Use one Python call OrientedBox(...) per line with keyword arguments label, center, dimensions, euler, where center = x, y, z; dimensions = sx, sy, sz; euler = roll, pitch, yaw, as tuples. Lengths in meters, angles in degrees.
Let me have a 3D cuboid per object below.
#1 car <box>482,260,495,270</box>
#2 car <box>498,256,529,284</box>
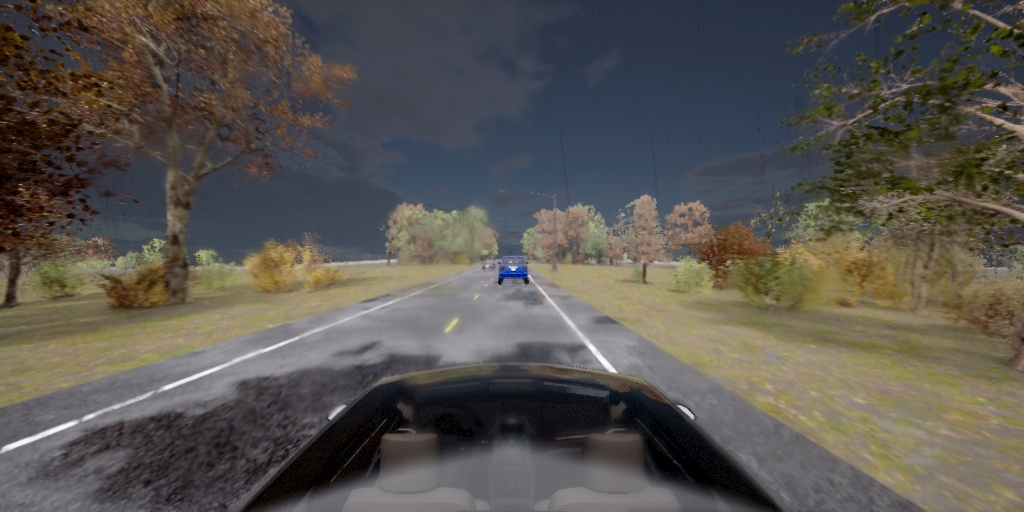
OrientedBox(label="car", center=(-3.545, 1.336, 54.790), dimensions=(2.128, 1.511, 4.902), euler=(0, 0, 1))
OrientedBox(label="car", center=(0.099, 1.018, 27.713), dimensions=(2.150, 2.045, 5.566), euler=(0, 0, 0))
